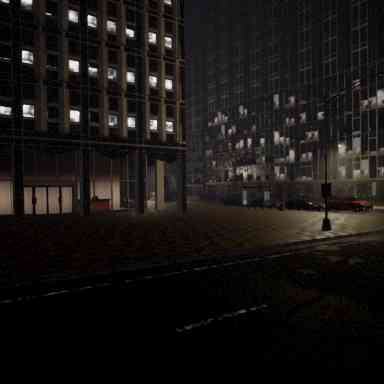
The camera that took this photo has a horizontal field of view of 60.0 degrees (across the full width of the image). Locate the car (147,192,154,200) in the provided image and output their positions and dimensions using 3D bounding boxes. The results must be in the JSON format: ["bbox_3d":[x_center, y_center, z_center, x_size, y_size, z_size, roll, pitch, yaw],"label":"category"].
[{"bbox_3d":[-10.267,1.039,69.107,2.008,1.369,4.403,0,1,-34],"label":"car"}]

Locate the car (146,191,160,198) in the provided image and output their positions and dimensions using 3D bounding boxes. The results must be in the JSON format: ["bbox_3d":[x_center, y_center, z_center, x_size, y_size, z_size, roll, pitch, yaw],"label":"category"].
[{"bbox_3d":[-9.793,0.686,83.218,1.967,1.590,4.097,0,1,-34],"label":"car"}]

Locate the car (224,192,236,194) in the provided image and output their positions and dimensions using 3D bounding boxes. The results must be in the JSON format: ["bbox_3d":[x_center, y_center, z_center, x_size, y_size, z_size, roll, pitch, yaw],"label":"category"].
[{"bbox_3d":[7.321,1.052,48.060,2.097,1.767,4.553,-1,1,-34],"label":"car"}]

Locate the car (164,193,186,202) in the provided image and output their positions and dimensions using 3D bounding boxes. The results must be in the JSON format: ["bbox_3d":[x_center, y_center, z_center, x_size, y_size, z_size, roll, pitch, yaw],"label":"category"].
[{"bbox_3d":[-3.269,1.054,63.653,1.837,1.490,4.892,-1,1,-34],"label":"car"}]

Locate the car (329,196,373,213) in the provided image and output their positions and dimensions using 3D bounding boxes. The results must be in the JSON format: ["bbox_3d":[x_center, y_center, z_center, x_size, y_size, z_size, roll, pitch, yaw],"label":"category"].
[{"bbox_3d":[16.411,1.200,34.813,2.097,1.767,4.553,-1,1,-34],"label":"car"}]

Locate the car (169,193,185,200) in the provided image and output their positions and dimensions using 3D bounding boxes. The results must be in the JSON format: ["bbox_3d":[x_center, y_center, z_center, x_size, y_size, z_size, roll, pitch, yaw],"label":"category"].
[{"bbox_3d":[-3.358,0.936,73.850,1.802,1.307,4.206,0,1,-34],"label":"car"}]

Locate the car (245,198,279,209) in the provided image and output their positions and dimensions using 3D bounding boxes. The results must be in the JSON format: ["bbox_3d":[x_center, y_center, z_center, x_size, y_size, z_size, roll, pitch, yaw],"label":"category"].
[{"bbox_3d":[8.944,1.388,40.935,1.802,1.307,4.206,0,1,-34],"label":"car"}]

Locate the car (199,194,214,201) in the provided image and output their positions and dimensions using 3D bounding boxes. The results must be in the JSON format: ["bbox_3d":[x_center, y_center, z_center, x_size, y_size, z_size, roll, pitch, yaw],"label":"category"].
[{"bbox_3d":[3.077,1.043,64.479,1.802,1.307,4.206,0,1,-34],"label":"car"}]

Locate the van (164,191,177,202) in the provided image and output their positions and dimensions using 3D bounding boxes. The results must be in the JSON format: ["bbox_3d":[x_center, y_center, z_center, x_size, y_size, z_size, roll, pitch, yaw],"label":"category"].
[{"bbox_3d":[-3.832,0.937,59.734,1.690,1.788,3.998,0,1,-34],"label":"van"}]

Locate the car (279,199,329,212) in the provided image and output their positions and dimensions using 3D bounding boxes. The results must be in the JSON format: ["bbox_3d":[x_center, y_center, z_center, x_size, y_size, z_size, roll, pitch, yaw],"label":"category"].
[{"bbox_3d":[12.147,1.423,36.237,1.947,1.339,4.313,0,1,-34],"label":"car"}]

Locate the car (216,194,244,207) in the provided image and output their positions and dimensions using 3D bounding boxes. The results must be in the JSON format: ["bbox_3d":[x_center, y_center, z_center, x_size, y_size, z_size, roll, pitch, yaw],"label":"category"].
[{"bbox_3d":[5.775,1.319,45.652,1.947,1.339,4.313,0,1,-34],"label":"car"}]

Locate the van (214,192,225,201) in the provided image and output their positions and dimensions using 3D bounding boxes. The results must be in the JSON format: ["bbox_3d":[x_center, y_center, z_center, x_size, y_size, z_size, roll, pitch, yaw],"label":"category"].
[{"bbox_3d":[6.293,0.855,59.791,1.690,1.788,3.998,0,1,-34],"label":"van"}]
